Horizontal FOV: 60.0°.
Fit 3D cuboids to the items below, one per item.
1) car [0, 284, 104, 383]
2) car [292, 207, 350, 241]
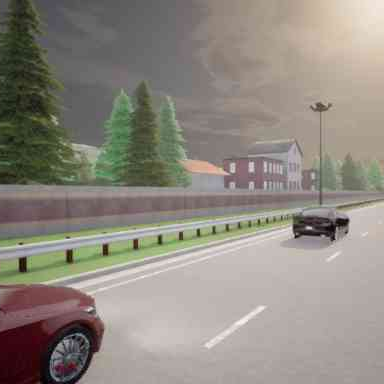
[{"bbox_3d":[-3.017,1.525,3.071,1.812,1.442,4.674,0,0,35],"label":"car"},{"bbox_3d":[6.680,1.475,16.962,1.882,1.535,5.008,0,0,35],"label":"car"}]
